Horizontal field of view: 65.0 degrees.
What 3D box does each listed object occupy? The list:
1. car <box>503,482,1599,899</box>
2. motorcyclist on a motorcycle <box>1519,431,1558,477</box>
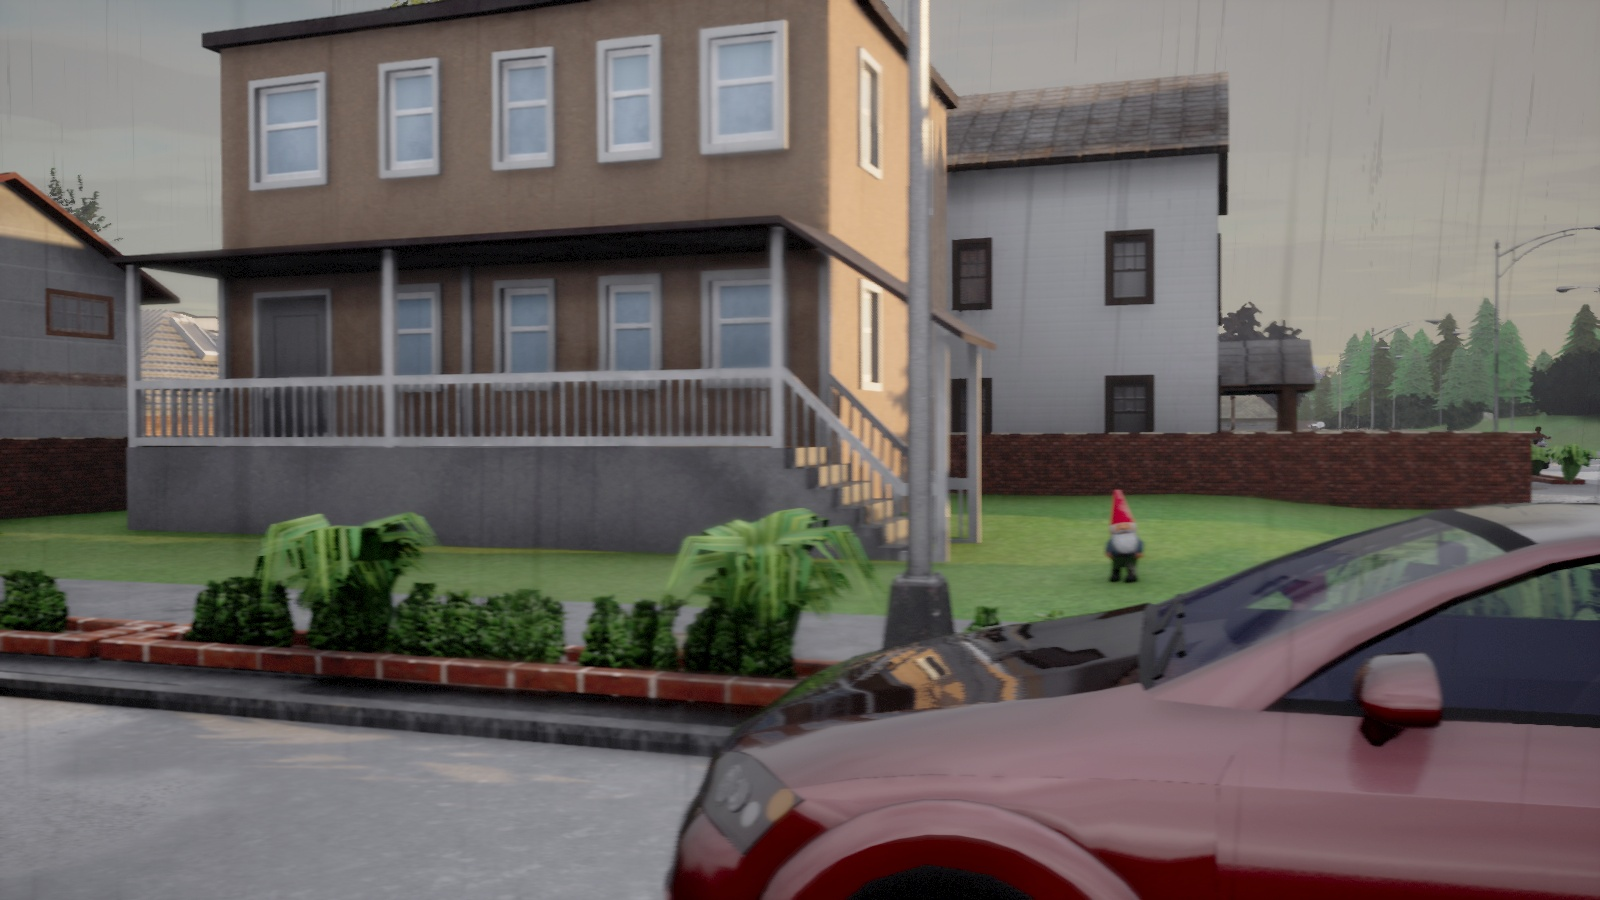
[{"bbox_3d":[1.622,0.846,3.183,4.181,1.385,1.994,0,1,16],"label":"car"},{"bbox_3d":[27.556,0.130,46.886,0.766,1.649,2.350,1,1,19],"label":"motorcyclist on a motorcycle"}]
